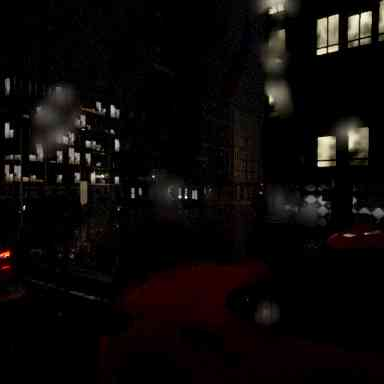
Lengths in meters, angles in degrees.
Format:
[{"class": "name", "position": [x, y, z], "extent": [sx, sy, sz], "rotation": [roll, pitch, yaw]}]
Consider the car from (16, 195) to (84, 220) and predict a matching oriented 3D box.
[{"class": "car", "position": [-12.245, 1.280, 29.174], "extent": [2.150, 2.045, 5.566], "rotation": [1, 0, 39]}]

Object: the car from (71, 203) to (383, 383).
[{"class": "car", "position": [1.773, 1.222, 2.421], "extent": [5.566, 2.045, 2.150], "rotation": [0, 0, 35]}]

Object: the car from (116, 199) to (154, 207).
[{"class": "car", "position": [-6.309, 1.595, 37.198], "extent": [2.128, 1.511, 4.902], "rotation": [1, 0, 37]}]

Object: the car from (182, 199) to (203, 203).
[{"class": "car", "position": [-0.154, 1.676, 45.448], "extent": [1.812, 1.442, 4.674], "rotation": [1, 0, 36]}]

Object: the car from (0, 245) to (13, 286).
[{"class": "car", "position": [-6.128, 1.522, 8.041], "extent": [4.674, 1.442, 1.812], "rotation": [0, 0, 35]}]

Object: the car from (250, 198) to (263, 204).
[{"class": "car", "position": [11.629, 1.793, 55.953], "extent": [2.033, 1.411, 5.357], "rotation": [1, 0, 37]}]
